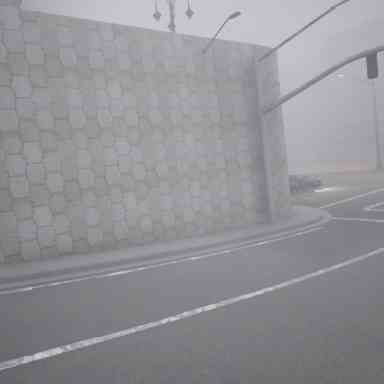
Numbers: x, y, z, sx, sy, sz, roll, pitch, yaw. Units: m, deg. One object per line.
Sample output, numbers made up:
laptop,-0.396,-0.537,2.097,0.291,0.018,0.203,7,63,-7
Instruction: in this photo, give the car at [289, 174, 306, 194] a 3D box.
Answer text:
car,6.821,-0.595,28.348,2.097,1.767,4.553,-10,6,-35

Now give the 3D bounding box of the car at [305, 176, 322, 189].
car,9.642,-0.898,30.410,1.994,1.385,4.181,-10,6,-34
